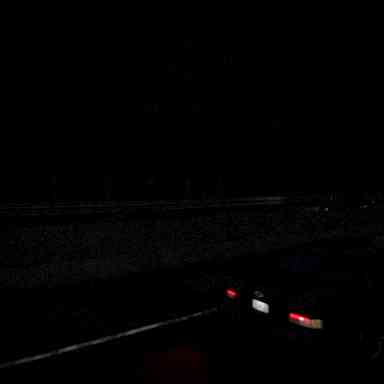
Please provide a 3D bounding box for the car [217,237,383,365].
[{"bbox_3d":[2.948,1.536,5.818,5.357,1.411,2.033,0,0,-35],"label":"car"}]

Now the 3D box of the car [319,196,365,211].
[{"bbox_3d":[13.497,1.316,30.344,4.181,1.385,1.994,-1,1,-34],"label":"car"}]

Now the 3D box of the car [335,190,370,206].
[{"bbox_3d":[19.722,0.787,42.093,5.566,2.045,2.150,-1,1,-37],"label":"car"}]

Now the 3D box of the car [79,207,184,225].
[{"bbox_3d":[-2.633,1.462,14.969,5.008,1.535,1.882,0,0,-35],"label":"car"}]

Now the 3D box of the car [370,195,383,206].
[{"bbox_3d":[23.514,1.079,41.168,4.181,1.385,1.994,-1,1,-34],"label":"car"}]
